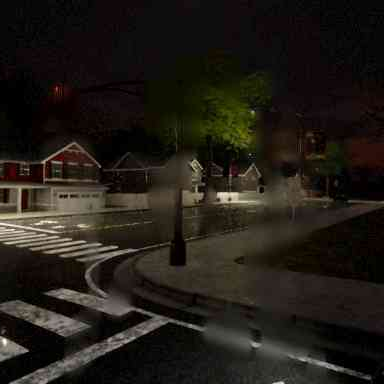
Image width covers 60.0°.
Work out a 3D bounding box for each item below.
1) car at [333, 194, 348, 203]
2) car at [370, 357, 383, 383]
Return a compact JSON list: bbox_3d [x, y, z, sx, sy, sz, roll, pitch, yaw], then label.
[{"bbox_3d":[28.010,1.206,62.723,2.128,1.511,4.902,1,0,36],"label":"car"},{"bbox_3d":[3.361,1.506,1.283,4.892,1.490,1.837,0,0,35],"label":"car"}]
